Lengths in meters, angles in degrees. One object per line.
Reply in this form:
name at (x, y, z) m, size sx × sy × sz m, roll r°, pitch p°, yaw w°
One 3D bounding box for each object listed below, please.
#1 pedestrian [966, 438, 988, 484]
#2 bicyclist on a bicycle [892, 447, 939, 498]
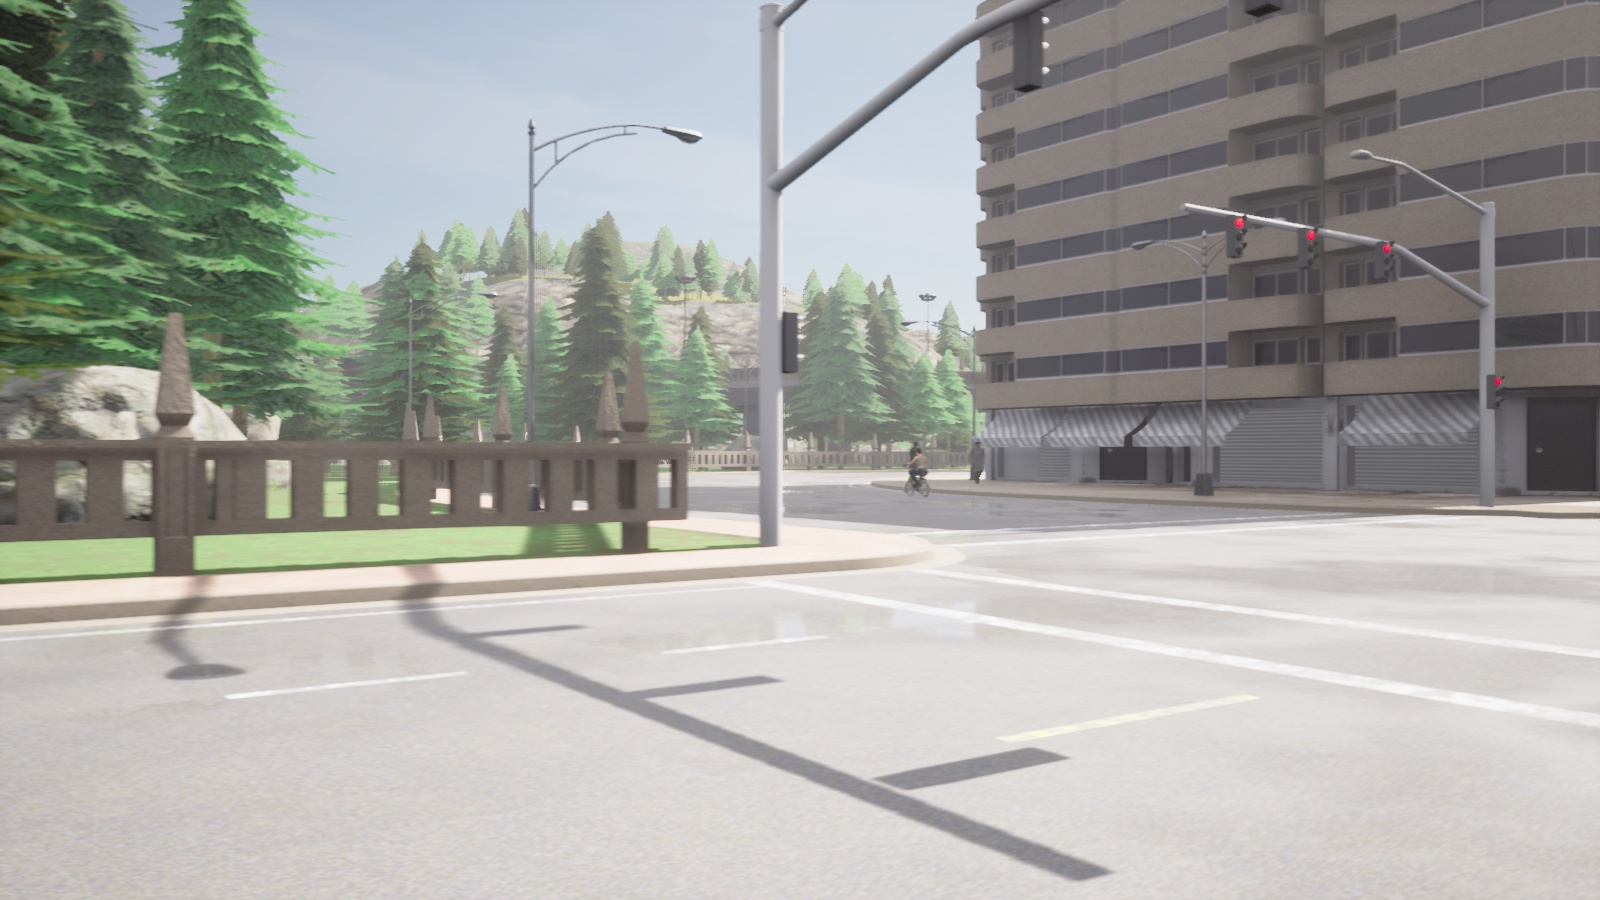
pedestrian at (7.457, 0.457, 52.850) m, size 0.659 × 1.952 × 0.873 m, roll 0°, pitch 0°, yaw -10°
bicyclist on a bicycle at (3.748, 0.718, 40.773) m, size 0.866 × 1.612 × 1.509 m, roll 1°, pitch 0°, yaw -25°
